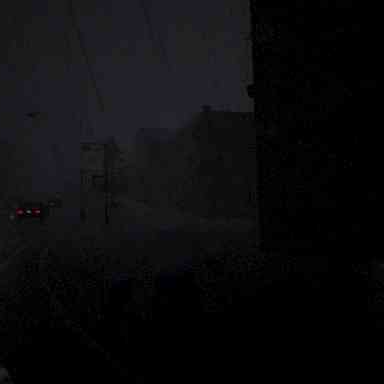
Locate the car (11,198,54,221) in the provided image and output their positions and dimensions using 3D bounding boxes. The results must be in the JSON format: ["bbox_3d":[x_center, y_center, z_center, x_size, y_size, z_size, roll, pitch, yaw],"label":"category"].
[{"bbox_3d":[-12.838,1.507,27.068,2.033,1.411,5.357,-1,1,-17],"label":"car"}]

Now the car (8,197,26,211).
[{"bbox_3d":[-20.771,1.404,40.158,2.128,1.511,4.902,-1,1,-17],"label":"car"}]

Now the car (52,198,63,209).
[{"bbox_3d":[-17.447,1.404,41.907,1.994,1.385,4.181,-1,1,-17],"label":"car"}]
